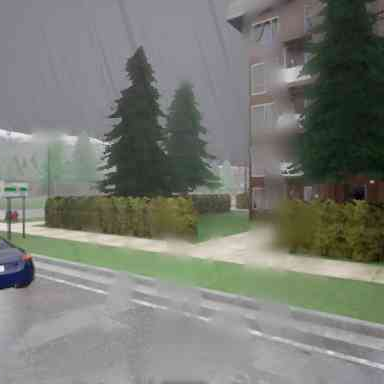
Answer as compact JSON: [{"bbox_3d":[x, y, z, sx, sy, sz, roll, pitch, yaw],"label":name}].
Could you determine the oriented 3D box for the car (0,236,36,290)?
[{"bbox_3d":[-5.632,1.562,7.973,4.181,1.385,1.994,0,0,36],"label":"car"}]
